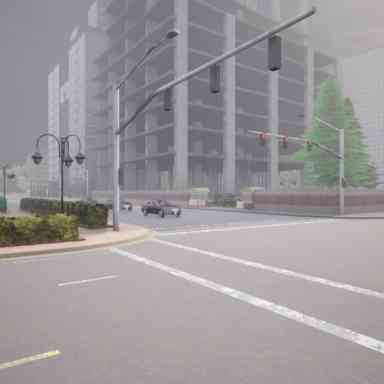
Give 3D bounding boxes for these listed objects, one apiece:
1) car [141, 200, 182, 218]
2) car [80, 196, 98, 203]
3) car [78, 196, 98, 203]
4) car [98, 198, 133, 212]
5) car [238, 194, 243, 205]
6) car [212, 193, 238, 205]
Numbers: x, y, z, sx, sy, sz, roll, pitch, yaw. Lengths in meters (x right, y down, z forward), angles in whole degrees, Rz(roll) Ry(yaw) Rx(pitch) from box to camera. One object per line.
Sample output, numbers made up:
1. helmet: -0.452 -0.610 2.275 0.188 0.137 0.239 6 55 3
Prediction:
1. car: -2.819 1.436 29.815 2.128 1.511 4.902 0 0 -36
2. car: -20.713 1.545 66.671 1.895 1.301 4.718 0 0 -36
3. car: -14.288 1.508 45.610 1.994 1.385 4.181 0 0 -36
4. car: -8.390 1.436 37.482 2.128 1.511 4.902 0 0 -36
5. car: 7.346 1.114 55.157 1.905 1.878 3.866 0 0 -36
6. car: 4.957 1.114 53.441 1.905 1.878 3.866 0 0 -36
